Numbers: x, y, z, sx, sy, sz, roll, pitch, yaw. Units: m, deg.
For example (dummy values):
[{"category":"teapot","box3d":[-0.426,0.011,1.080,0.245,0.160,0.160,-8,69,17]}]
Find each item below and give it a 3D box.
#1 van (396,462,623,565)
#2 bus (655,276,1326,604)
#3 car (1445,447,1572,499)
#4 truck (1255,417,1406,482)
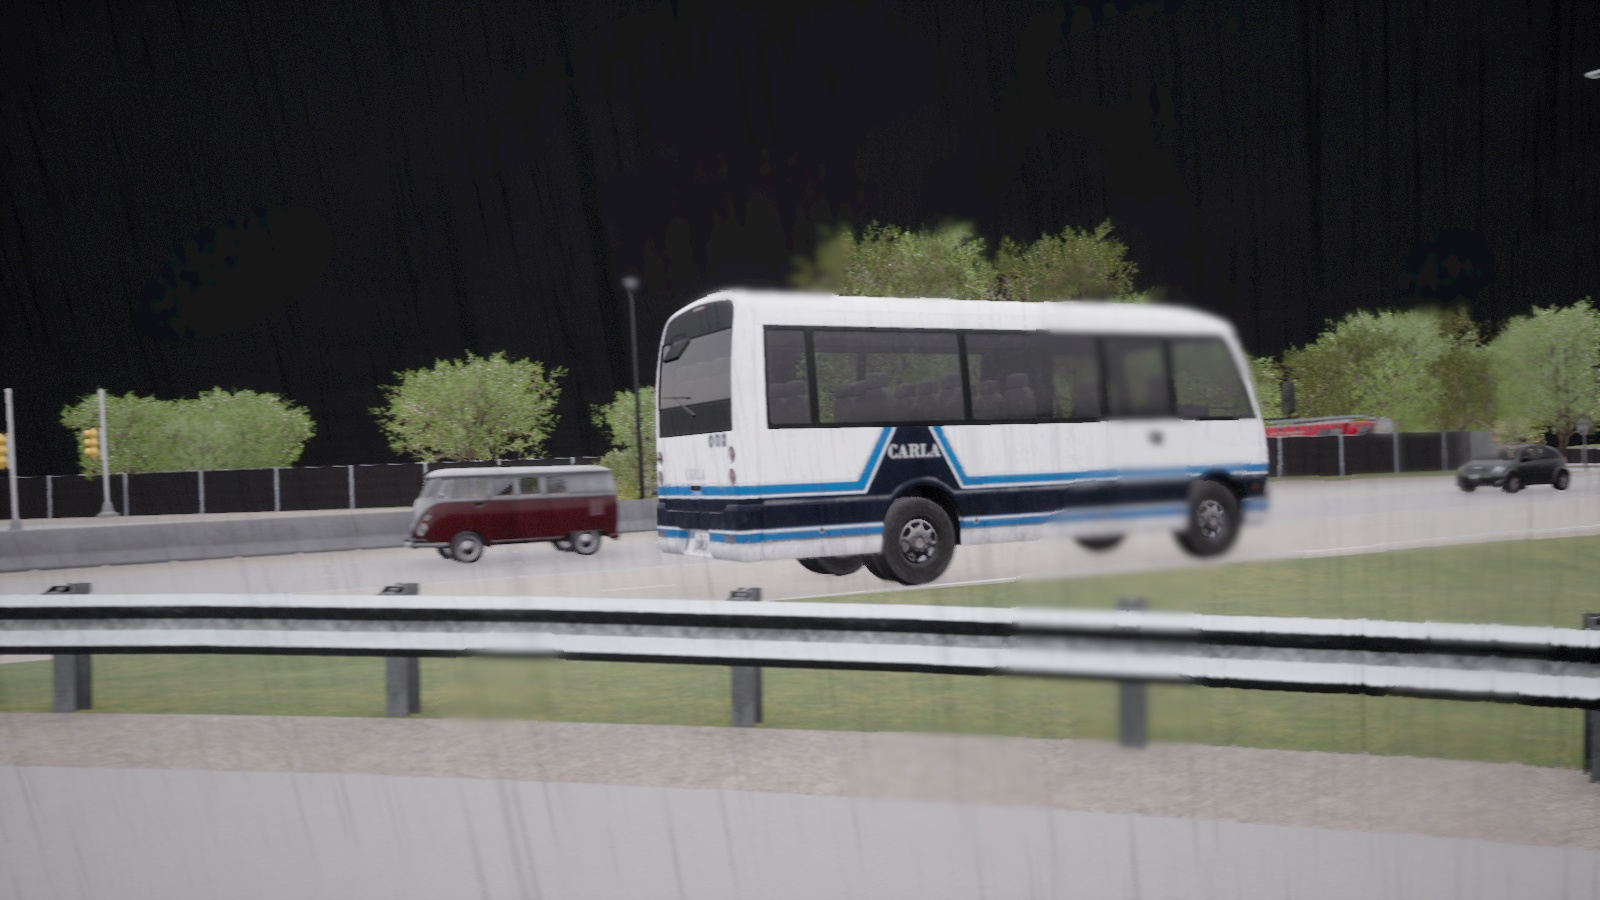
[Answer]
[{"category":"van","box3d":[-6.276,1.310,27.232,4.442,1.987,1.775,-1,-1,-27]},{"category":"bus","box3d":[3.239,-0.180,20.352,10.273,4.253,3.944,-1,-1,-27]},{"category":"car","box3d":[24.226,0.778,42.911,3.988,1.617,1.851,-1,-1,-27]},{"category":"truck","box3d":[34.551,0.017,82.086,2.891,3.827,8.468,-2,-2,-43]}]
